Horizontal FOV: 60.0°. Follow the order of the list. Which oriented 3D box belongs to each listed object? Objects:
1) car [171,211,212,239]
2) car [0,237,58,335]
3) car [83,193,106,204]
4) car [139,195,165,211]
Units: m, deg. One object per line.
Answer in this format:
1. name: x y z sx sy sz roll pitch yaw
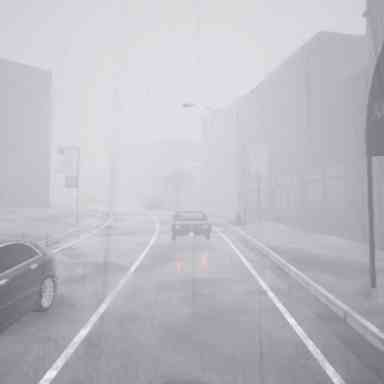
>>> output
1. car: -0.153 1.615 17.405 1.895 1.301 4.718 0 0 -3
2. car: -3.632 1.524 4.925 1.837 1.490 4.892 0 0 0
3. car: -13.808 0.876 46.932 1.882 1.535 5.008 3 0 -37
4. car: -4.607 1.174 38.097 2.097 1.767 4.553 1 0 -22
